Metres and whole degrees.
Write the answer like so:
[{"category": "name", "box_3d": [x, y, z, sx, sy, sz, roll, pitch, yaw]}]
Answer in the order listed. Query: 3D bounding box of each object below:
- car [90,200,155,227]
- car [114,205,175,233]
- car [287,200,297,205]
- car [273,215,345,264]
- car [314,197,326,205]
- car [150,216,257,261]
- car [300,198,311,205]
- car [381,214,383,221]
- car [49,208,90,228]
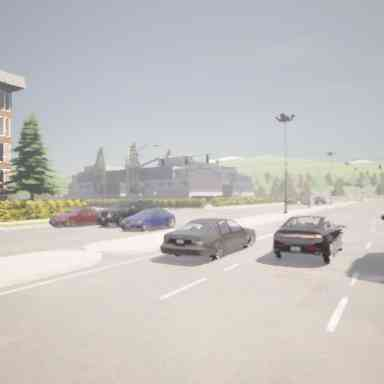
[{"category": "car", "box_3d": [-4.943, 1.645, 26.178, 2.150, 2.045, 5.566, -1, -1, 31]}, {"category": "car", "box_3d": [-2.846, 1.883, 22.867, 1.812, 1.442, 4.674, -1, -1, 31]}, {"category": "car", "box_3d": [25.461, 2.628, 85.186, 1.895, 1.301, 4.718, -1, -1, 31]}, {"category": "car", "box_3d": [4.557, 1.640, 12.636, 2.128, 1.511, 4.902, -1, -1, 31]}, {"category": "car", "box_3d": [31.441, 2.158, 81.560, 2.150, 2.045, 5.566, -1, -1, 31]}, {"category": "car", "box_3d": [0.895, 1.739, 13.343, 2.033, 1.411, 5.357, -1, -1, 31]}, {"category": "car", "box_3d": [28.482, 2.338, 83.425, 2.097, 1.767, 4.553, -1, -1, 31]}, {"category": "car", "box_3d": [7.213, 1.315, 10.275, 2.150, 2.045, 5.566, -1, -1, 31]}, {"category": "car", "box_3d": [-8.941, 1.981, 26.312, 1.812, 1.442, 4.674, -1, -1, 31]}]
